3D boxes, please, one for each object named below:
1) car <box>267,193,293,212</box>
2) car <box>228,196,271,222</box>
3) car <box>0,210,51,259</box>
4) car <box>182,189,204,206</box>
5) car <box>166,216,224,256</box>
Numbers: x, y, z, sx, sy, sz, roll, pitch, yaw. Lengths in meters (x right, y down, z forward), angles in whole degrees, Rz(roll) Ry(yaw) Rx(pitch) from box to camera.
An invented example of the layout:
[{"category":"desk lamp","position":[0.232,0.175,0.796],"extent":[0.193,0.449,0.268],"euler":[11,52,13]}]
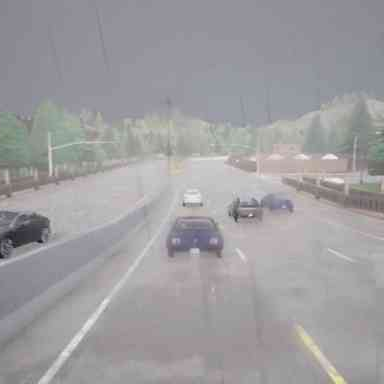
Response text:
[{"category":"car","position":[7.084,0.784,27.813],"extent":[1.812,1.442,4.674],"euler":[0,5,0]},{"category":"car","position":[3.595,1.088,22.866],"extent":[2.128,1.511,4.902],"euler":[0,3,0]},{"category":"car","position":[-7.068,1.463,12.601],"extent":[2.128,1.511,4.902],"euler":[0,1,0]},{"category":"car","position":[0.067,0.409,32.089],"extent":[1.812,1.442,4.674],"euler":[0,5,0]},{"category":"car","position":[0.099,1.566,12.883],"extent":[1.895,1.301,4.718],"euler":[0,1,0]}]
